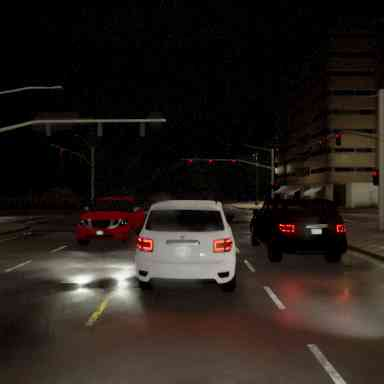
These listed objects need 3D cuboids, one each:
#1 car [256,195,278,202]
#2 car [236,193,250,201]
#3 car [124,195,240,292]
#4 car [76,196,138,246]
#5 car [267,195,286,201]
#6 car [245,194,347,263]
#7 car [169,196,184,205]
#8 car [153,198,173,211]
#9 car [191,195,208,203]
[{"bbox_3d":[18.202,1.539,80.233,5.357,1.411,2.033,0,0,-34],"label":"car"},{"bbox_3d":[13.073,1.224,80.741,5.566,2.045,2.150,0,0,-41],"label":"car"},{"bbox_3d":[0.016,1.221,9.154,2.150,2.045,5.566,0,0,4],"label":"car"},{"bbox_3d":[-3.595,1.221,15.631,2.150,2.045,5.566,0,0,0],"label":"car"},{"bbox_3d":[21.840,1.523,86.259,4.674,1.442,1.812,0,0,-22],"label":"car"},{"bbox_3d":[3.577,1.221,12.180,2.150,2.045,5.566,0,0,0],"label":"car"},{"bbox_3d":[-2.711,1.502,59.269,1.837,1.490,4.892,0,0,9],"label":"car"},{"bbox_3d":[-3.588,1.557,41.804,2.033,1.411,5.357,0,0,0],"label":"car"},{"bbox_3d":[1.613,1.499,72.187,1.837,1.490,4.892,0,0,27],"label":"car"}]
